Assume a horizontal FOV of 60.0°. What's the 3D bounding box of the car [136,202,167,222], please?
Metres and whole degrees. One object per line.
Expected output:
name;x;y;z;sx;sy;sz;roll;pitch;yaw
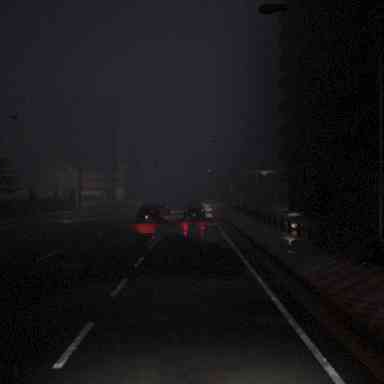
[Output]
car;-3.351;1.626;27.199;1.837;1.490;4.892;0;0;0

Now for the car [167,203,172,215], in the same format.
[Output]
car;-3.331;1.725;36.110;1.994;1.385;4.181;0;0;0

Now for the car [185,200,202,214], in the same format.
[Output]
car;0.171;1.697;38.057;1.812;1.442;4.674;0;0;0

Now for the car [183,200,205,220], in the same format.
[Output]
car;0.157;1.657;29.207;1.812;1.442;4.674;0;0;0
